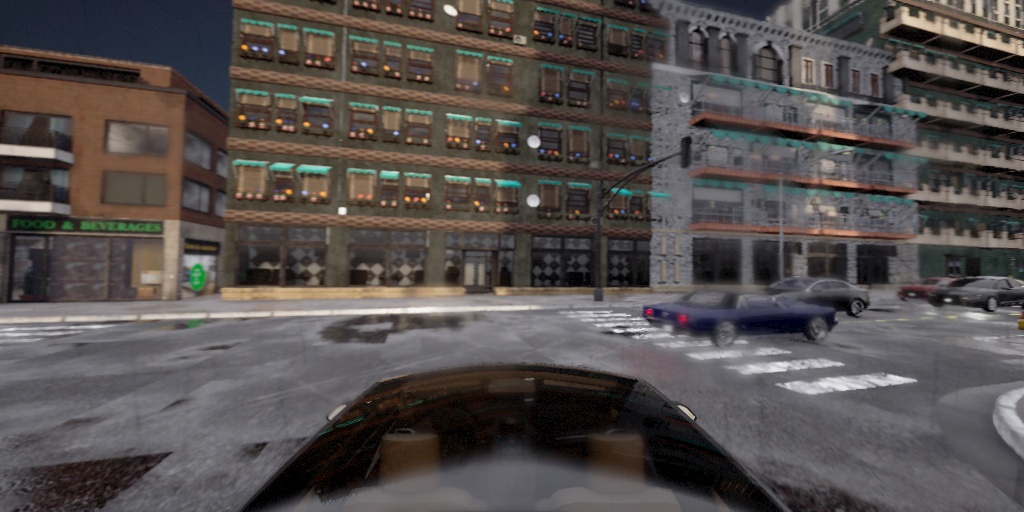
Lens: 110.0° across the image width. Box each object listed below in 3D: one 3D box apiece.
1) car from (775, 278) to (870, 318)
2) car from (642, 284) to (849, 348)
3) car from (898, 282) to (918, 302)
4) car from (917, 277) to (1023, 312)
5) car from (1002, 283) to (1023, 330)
[{"bbox_3d":[11.576,1.603,14.163,4.902,1.511,2.128,1,-2,-15],"label":"car"},{"bbox_3d":[6.020,1.540,9.503,4.718,1.301,1.895,1,-2,-15],"label":"car"},{"bbox_3d":[23.940,1.904,20.048,4.507,1.381,1.888,0,0,-15],"label":"car"},{"bbox_3d":[22.214,1.754,16.943,4.892,1.490,1.837,-1,-1,-15],"label":"car"},{"bbox_3d":[15.491,1.502,9.180,4.829,1.417,1.751,0,0,-15],"label":"car"}]
